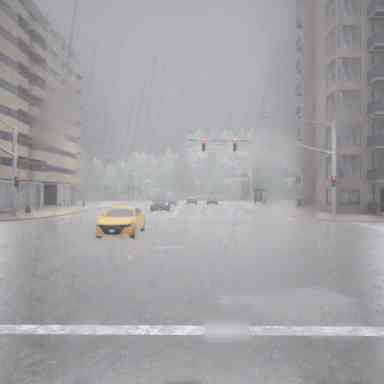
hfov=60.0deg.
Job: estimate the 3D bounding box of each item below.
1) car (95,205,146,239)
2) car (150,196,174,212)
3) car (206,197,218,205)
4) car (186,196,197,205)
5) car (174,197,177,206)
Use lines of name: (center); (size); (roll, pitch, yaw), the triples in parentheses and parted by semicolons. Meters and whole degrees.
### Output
car: (-3.609, 1.477, 17.461); (1.882, 1.535, 5.008); (0, 0, 0)
car: (-3.618, 1.352, 38.974); (2.097, 1.767, 4.553); (0, 0, 0)
car: (3.603, 1.547, 59.488); (2.033, 1.411, 5.357); (0, 0, 2)
car: (-0.031, 1.526, 60.129); (1.812, 1.442, 4.674); (0, 0, 0)
car: (-3.573, 1.506, 56.053); (1.837, 1.490, 4.892); (0, 0, 0)
